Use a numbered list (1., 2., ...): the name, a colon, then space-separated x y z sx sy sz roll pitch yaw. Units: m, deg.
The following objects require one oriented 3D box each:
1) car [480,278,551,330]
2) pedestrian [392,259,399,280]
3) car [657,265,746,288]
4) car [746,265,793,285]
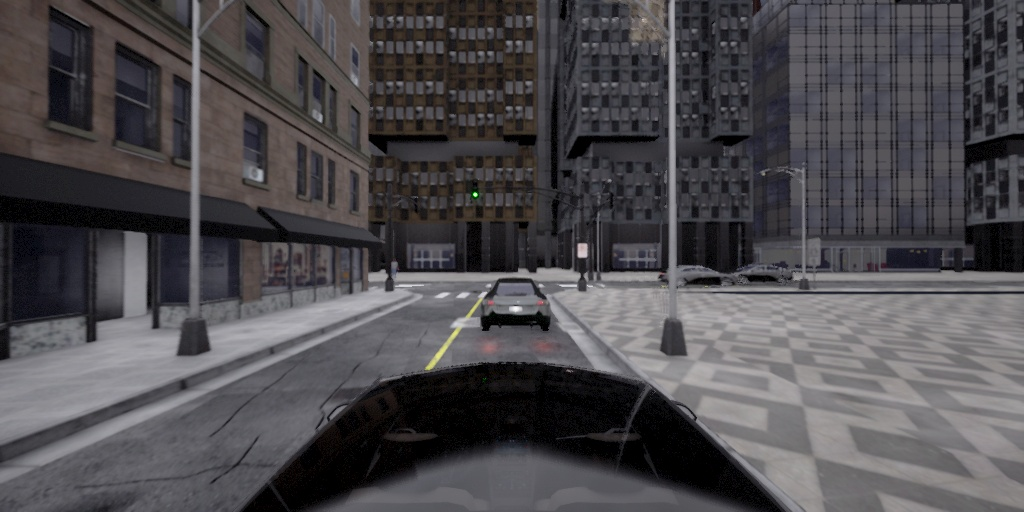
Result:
1. car: 0.099 1.382 11.455 1.994 1.385 4.181 0 0 0
2. pedestrian: -9.894 1.101 30.248 0.375 1.860 0.375 0 0 1
3. car: 12.300 1.376 23.906 4.902 1.511 2.128 0 0 1
4. car: 18.289 1.390 26.964 4.902 1.511 2.128 0 0 1
